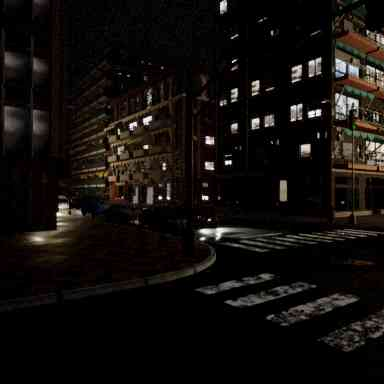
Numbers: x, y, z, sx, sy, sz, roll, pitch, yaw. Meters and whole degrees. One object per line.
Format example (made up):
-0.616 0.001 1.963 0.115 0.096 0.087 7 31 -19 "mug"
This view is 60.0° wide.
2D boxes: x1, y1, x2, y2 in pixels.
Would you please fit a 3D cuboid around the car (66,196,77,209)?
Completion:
-13.490 1.421 40.587 1.837 1.490 4.892 0 1 -35 "car"

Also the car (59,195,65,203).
-24.450 1.457 61.263 2.033 1.411 5.357 0 0 -35 "car"

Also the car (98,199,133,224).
-4.959 1.459 24.248 1.752 1.417 4.829 0 0 -36 "car"

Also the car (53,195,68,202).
-28.005 1.361 70.667 1.967 1.590 4.097 0 0 -36 "car"

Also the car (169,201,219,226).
-0.096 1.518 21.910 1.994 1.385 4.181 0 0 -36 "car"

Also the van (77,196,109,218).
-8.363 1.266 28.985 1.690 1.788 3.998 0 0 -36 "van"

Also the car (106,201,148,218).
-5.996 1.538 30.125 1.895 1.301 4.718 0 0 -36 "car"

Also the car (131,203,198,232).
-1.753 1.526 19.787 1.802 1.307 4.206 0 0 -36 "car"
